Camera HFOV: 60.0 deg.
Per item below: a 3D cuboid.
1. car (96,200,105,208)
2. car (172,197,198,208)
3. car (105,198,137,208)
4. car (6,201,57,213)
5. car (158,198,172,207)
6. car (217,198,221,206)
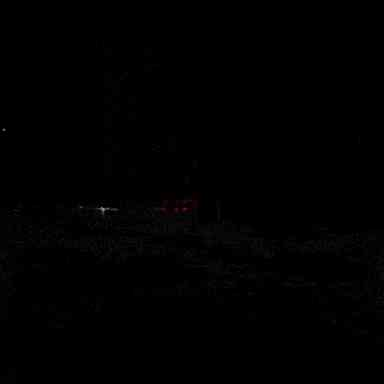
[{"bbox_3d":[-12.648,1.668,51.458,1.812,1.442,4.674,0,0,36],"label":"car"},{"bbox_3d":[-0.470,1.496,51.449,2.097,1.767,4.553,0,0,36],"label":"car"},{"bbox_3d":[-10.215,1.702,49.275,1.994,1.385,4.181,0,0,36],"label":"car"},{"bbox_3d":[-18.164,1.721,38.261,1.895,1.301,4.718,0,0,36],"label":"car"},{"bbox_3d":[-3.417,1.672,52.925,1.812,1.442,4.674,0,0,36],"label":"car"},{"bbox_3d":[5.215,1.722,59.433,1.994,1.385,4.181,0,0,36],"label":"car"}]
